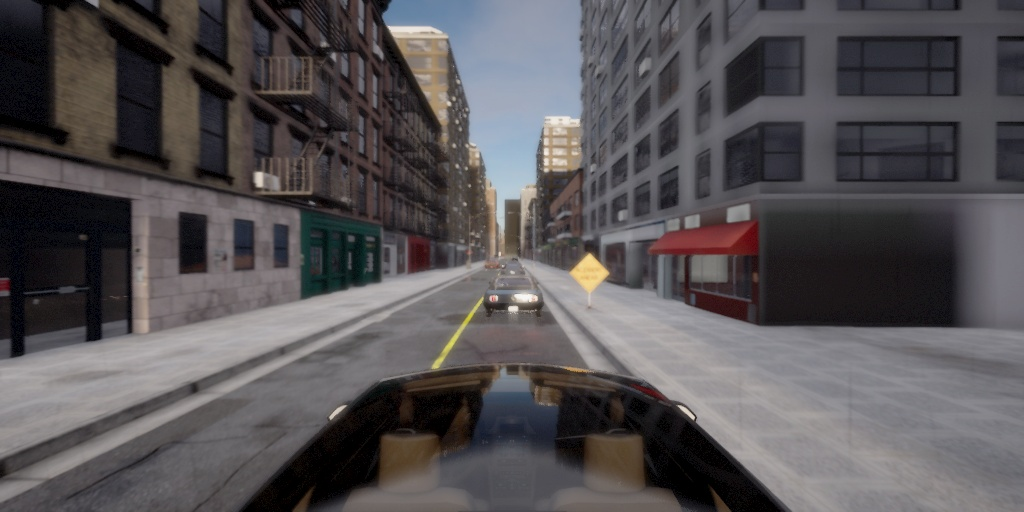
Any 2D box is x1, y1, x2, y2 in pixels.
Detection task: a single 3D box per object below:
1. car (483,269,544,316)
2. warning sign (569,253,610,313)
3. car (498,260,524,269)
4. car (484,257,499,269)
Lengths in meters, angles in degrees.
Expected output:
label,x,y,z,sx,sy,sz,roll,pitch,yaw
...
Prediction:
label,x,y,z,sx,sy,sz,roll,pitch,yaw
car,0.063,1.323,13.155,1.895,1.301,4.718,0,0,0
warning sign,2.517,0.841,11.721,1.300,1.860,1.060,0,0,0
car,0.074,1.242,30.201,1.994,1.385,4.181,0,0,0
car,-2.829,0.966,51.952,2.097,1.767,4.553,0,0,0
